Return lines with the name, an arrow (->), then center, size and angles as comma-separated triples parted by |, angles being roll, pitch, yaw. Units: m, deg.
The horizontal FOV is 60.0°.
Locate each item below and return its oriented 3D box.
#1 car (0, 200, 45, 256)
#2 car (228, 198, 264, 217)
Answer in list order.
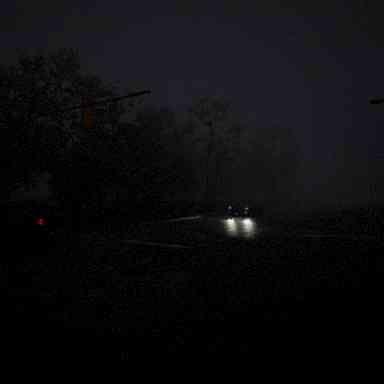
car -> -7.721, 1.318, 11.004 | 2.150, 2.045, 5.566 | 0, 0, 32
car -> 5.174, 1.393, 31.454 | 2.097, 1.767, 4.553 | 0, 0, 32
